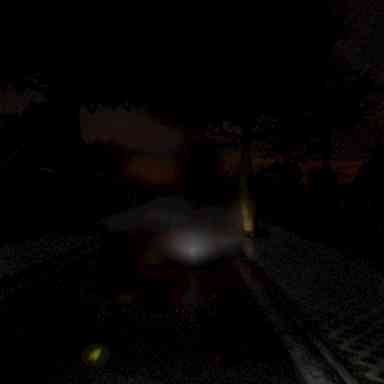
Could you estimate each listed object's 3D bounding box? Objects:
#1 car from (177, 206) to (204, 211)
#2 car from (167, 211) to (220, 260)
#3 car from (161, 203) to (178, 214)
[{"bbox_3d":[0.062,1.872,27.537,1.994,1.385,4.181,0,-1,1],"label":"car"},{"bbox_3d":[0.058,1.675,12.939,1.812,1.442,4.674,0,0,1],"label":"car"},{"bbox_3d":[-2.769,2.053,41.663,1.895,1.301,4.718,0,-1,1],"label":"car"}]
